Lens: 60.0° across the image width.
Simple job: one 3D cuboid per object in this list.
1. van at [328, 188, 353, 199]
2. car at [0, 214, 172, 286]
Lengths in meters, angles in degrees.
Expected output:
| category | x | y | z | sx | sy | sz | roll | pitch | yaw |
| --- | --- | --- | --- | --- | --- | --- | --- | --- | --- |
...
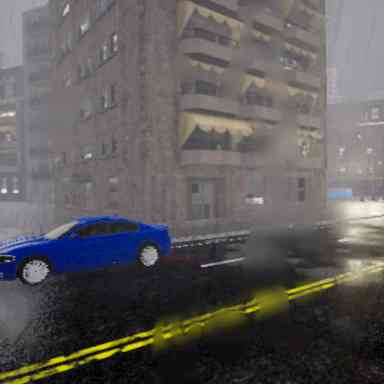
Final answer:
| category | x | y | z | sx | sy | sz | roll | pitch | yaw |
| --- | --- | --- | --- | --- | --- | --- | --- | --- | --- |
| van | 26.650 | 0.261 | 59.554 | 3.998 | 1.788 | 1.690 | 0 | 0 | 21 |
| car | -2.956 | 1.453 | 9.583 | 5.008 | 1.535 | 1.882 | -1 | 1 | -36 |
